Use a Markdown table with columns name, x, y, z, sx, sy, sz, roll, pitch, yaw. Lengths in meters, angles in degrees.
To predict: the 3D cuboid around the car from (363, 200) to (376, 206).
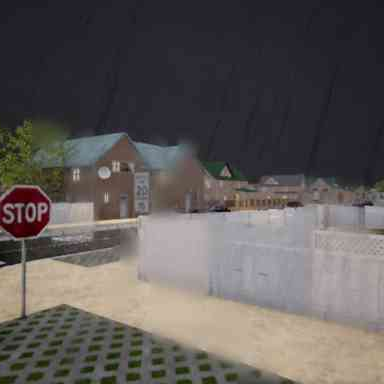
| name | x | y | z | sx | sy | sz | roll | pitch | yaw |
| --- | --- | --- | --- | --- | --- | --- | --- | --- | --- |
| car | 43.094 | 2.703 | 81.639 | 2.033 | 1.411 | 5.357 | 0 | -1 | 35 |

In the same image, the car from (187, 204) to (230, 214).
| name | x | y | z | sx | sy | sz | roll | pitch | yaw |
| --- | --- | --- | --- | --- | --- | --- | --- | --- | --- |
| car | 1.417 | 1.733 | 27.570 | 2.128 | 1.511 | 4.902 | 0 | -1 | 35 |

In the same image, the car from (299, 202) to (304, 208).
| name | x | y | z | sx | sy | sz | roll | pitch | yaw |
| --- | --- | --- | --- | --- | --- | --- | --- | --- | --- |
| car | 13.778 | 2.017 | 44.931 | 1.812 | 1.442 | 4.674 | 0 | -1 | 36 |

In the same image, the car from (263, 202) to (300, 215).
| name | x | y | z | sx | sy | sz | roll | pitch | yaw |
| --- | --- | --- | --- | --- | --- | --- | --- | --- | --- |
| car | 8.804 | 1.949 | 33.090 | 1.895 | 1.301 | 4.718 | 0 | -1 | 35 |
